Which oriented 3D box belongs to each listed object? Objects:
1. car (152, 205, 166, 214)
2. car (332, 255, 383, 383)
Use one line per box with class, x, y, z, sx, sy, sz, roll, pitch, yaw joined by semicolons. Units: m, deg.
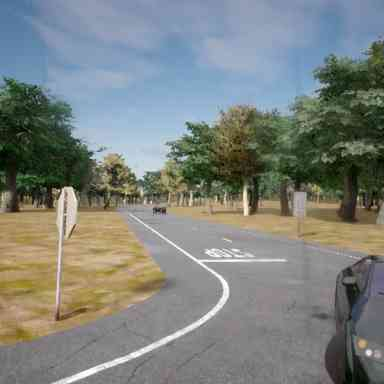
car;-5.602;2.963;56.870;1.882;1.535;5.008;3;-2;-14
car;3.089;1.642;4.595;1.994;1.385;4.181;1;-1;22
